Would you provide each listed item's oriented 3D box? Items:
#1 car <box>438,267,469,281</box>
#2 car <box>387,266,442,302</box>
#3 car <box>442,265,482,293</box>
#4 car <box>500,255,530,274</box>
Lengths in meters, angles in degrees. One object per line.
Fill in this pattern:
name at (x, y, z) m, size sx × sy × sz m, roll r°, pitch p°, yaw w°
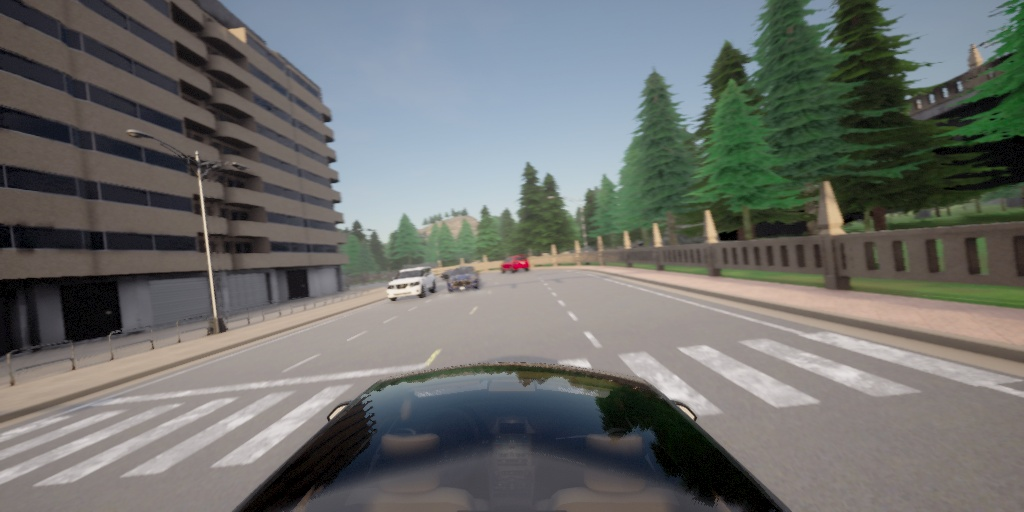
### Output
car at (-7.431, 2.312, 45.041) m, size 2.033 × 1.411 × 5.357 m, roll -7°, pitch 0°, yaw -28°
car at (-6.776, 1.836, 24.769) m, size 2.150 × 2.045 × 5.566 m, roll -7°, pitch 0°, yaw 0°
car at (-3.428, 1.570, 26.077) m, size 2.097 × 1.767 × 4.553 m, roll -7°, pitch 0°, yaw -1°
car at (0.310, 1.041, 44.377) m, size 2.150 × 2.045 × 5.566 m, roll -7°, pitch 0°, yaw -22°
